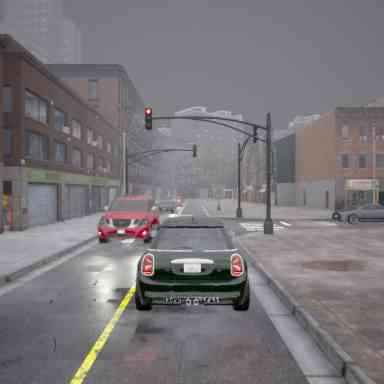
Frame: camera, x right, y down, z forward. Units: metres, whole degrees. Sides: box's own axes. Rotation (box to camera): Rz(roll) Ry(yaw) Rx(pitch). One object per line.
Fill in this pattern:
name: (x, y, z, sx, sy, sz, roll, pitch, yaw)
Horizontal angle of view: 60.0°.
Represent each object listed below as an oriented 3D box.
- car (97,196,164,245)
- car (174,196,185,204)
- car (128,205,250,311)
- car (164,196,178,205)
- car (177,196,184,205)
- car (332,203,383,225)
car: (-2.820, 1.221, 16.007, 2.150, 2.045, 5.566, 0, 0, 0)
car: (-2.613, 1.638, 69.338, 2.033, 1.411, 5.357, 0, 0, 0)
car: (0.023, 1.352, 7.933, 2.097, 1.767, 4.553, 0, 0, 0)
car: (-2.780, 1.514, 35.908, 1.837, 1.490, 4.892, 0, 0, 0)
car: (-2.742, 1.376, 51.832, 2.097, 1.767, 4.553, 0, 0, 0)
car: (12.059, 1.489, 23.257, 4.181, 1.385, 1.994, 0, 0, 0)
